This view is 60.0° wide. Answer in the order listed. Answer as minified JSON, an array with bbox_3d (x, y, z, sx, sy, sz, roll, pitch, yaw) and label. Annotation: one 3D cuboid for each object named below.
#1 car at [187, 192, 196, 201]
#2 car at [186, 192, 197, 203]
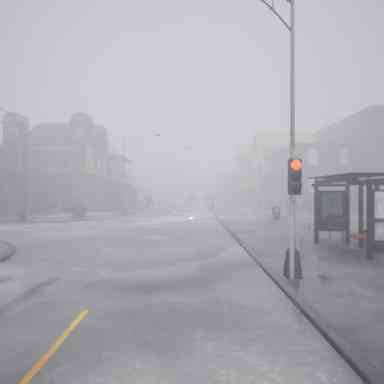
[{"bbox_3d":[-0.076,1.021,77.277,2.150,2.045,5.566,0,0,0],"label":"car"},{"bbox_3d":[-0.066,1.320,67.213,2.097,1.767,4.553,0,0,0],"label":"car"}]
